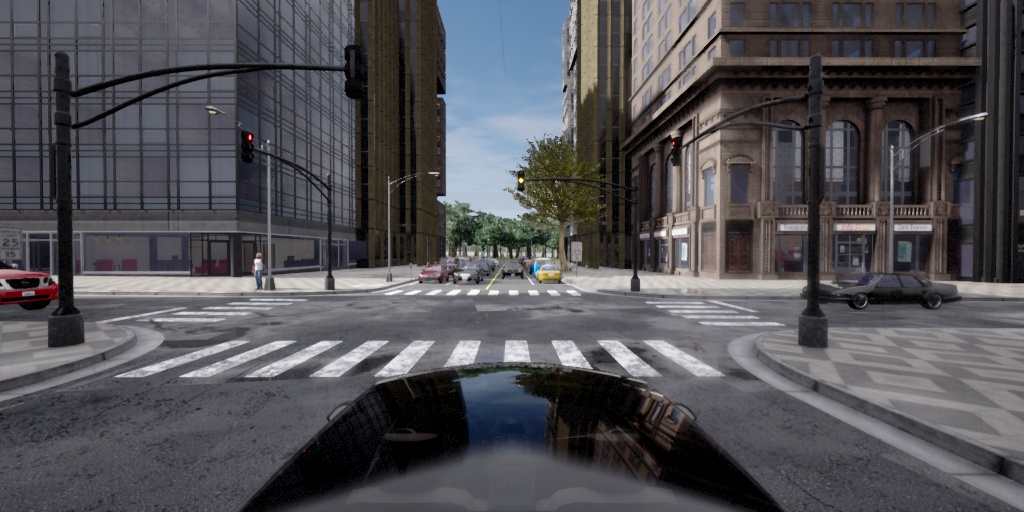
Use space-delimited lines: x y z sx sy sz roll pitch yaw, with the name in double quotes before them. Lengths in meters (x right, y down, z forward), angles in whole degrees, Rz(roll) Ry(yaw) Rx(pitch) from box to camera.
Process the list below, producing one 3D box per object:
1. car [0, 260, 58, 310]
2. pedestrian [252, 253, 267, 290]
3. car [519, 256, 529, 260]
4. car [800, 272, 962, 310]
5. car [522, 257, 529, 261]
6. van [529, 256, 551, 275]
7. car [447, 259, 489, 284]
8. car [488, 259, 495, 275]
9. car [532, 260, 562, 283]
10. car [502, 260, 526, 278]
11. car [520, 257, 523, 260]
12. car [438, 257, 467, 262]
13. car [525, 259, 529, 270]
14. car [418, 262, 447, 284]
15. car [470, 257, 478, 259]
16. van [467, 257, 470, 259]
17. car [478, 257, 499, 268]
"car" -18.386 0.841 11.560 5.566 2.045 2.150 1 1 0
"pedestrian" -12.541 0.740 17.816 0.375 1.860 0.375 0 0 0
"car" 2.694 1.201 61.091 2.007 1.370 4.403 0 0 0
"car" 15.200 1.393 14.884 5.357 1.411 2.033 0 1 -2
"car" 2.707 1.207 49.903 1.751 1.417 4.829 0 0 0
"van" 2.727 1.060 32.694 1.690 1.789 3.998 0 0 0
"car" -3.134 1.220 26.507 2.128 1.511 4.902 0 0 1
"car" -3.133 1.260 36.329 2.033 1.411 5.357 0 0 0
"car" 2.733 1.253 27.184 1.751 1.417 4.829 0 0 0
"car" 0.064 1.319 33.252 1.895 1.301 4.718 0 0 0
"car" 2.701 1.211 55.412 1.888 1.381 4.507 0 0 0
"car" -5.799 1.033 32.676 2.192 1.841 5.009 0 0 0
"car" 2.720 1.274 38.374 1.948 1.339 4.313 0 0 0
"car" -5.792 1.310 26.996 1.802 1.307 4.207 0 0 0
"car" -5.812 1.010 44.036 2.192 1.841 5.009 0 0 0
"van" -5.805 1.049 38.356 1.690 1.789 3.998 0 0 0
"car" -3.138 1.182 46.441 2.128 1.511 4.902 0 0 0
